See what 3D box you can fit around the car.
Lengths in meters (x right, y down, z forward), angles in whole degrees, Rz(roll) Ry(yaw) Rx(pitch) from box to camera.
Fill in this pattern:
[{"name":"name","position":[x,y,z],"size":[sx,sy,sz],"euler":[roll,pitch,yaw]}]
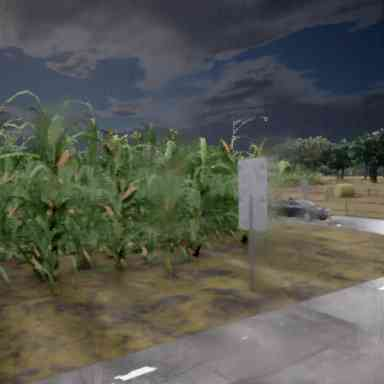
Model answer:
[{"name":"car","position":[7.596,1.234,23.862],"size":[1.837,1.490,4.892],"euler":[-1,1,-34]}]
